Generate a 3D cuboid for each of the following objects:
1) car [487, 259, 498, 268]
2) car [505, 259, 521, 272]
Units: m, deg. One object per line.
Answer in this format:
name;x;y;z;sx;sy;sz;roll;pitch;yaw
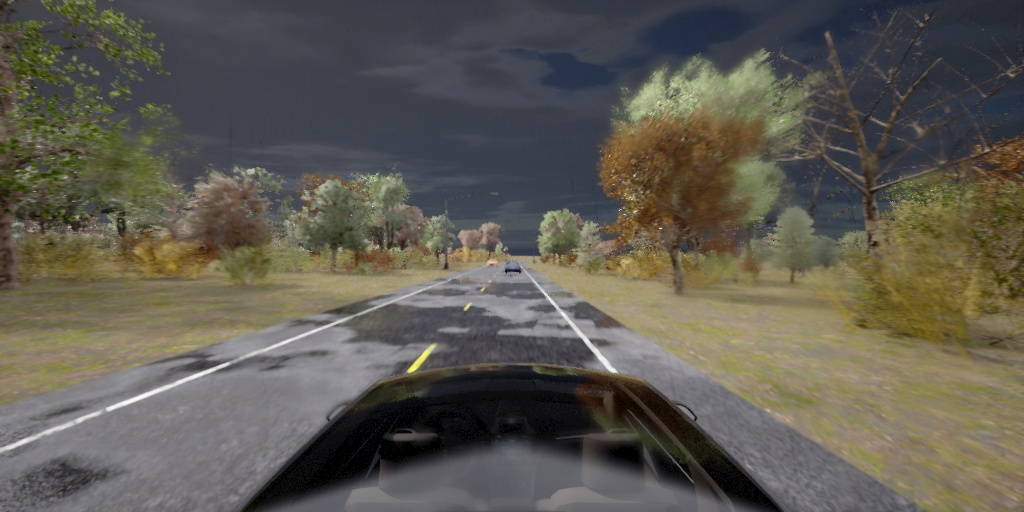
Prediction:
car;-3.508;1.262;64.557;1.882;1.535;5.008;0;0;0
car;0.103;1.329;44.707;1.994;1.385;4.181;0;0;0
